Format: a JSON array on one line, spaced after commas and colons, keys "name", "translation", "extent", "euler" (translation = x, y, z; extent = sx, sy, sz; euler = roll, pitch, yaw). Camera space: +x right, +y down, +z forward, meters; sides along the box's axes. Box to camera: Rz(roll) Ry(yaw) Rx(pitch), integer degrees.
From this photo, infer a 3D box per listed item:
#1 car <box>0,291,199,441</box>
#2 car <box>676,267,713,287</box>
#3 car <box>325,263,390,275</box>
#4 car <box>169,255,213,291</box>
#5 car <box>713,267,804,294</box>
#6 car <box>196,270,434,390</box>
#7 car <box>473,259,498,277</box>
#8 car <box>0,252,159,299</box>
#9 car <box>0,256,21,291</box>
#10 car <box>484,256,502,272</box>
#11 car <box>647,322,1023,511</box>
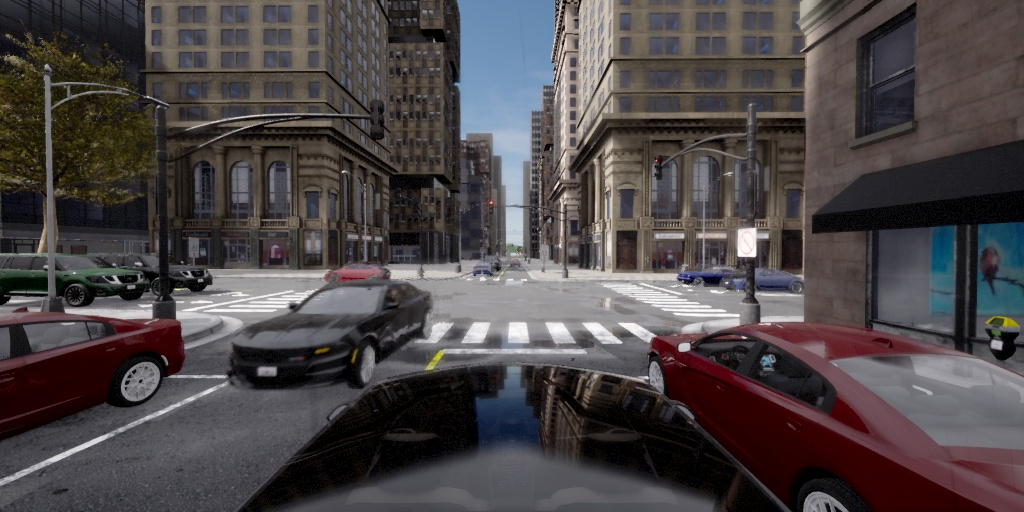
[{"name": "car", "translation": [-5.754, 1.295, 3.466], "extent": [1.888, 1.381, 4.507], "euler": [0, 0, 0]}, {"name": "car", "translation": [13.817, 1.402, 24.355], "extent": [4.718, 1.301, 1.895], "euler": [0, 1, 1]}, {"name": "car", "translation": [-10.481, 1.163, 24.575], "extent": [4.181, 1.385, 1.994], "euler": [0, 1, 1]}, {"name": "car", "translation": [-18.327, 0.854, 17.941], "extent": [5.566, 2.045, 2.150], "euler": [0, 1, 1]}, {"name": "car", "translation": [14.641, 1.419, 21.097], "extent": [4.181, 1.385, 1.994], "euler": [0, 1, 0]}, {"name": "car", "translation": [-3.025, 1.226, 7.149], "extent": [1.882, 1.535, 5.008], "euler": [0, 0, 4]}, {"name": "car", "translation": [-2.797, 1.290, 36.247], "extent": [2.033, 1.411, 5.357], "euler": [0, 0, 0]}, {"name": "car", "translation": [-18.336, 0.901, 14.691], "extent": [5.566, 2.045, 2.150], "euler": [0, 1, 1]}, {"name": "car", "translation": [-28.414, 0.902, 18.036], "extent": [4.553, 1.767, 2.097], "euler": [0, 1, 1]}, {"name": "car", "translation": [-2.695, 0.963, 46.674], "extent": [2.150, 2.045, 5.566], "euler": [0, 0, 1]}, {"name": "car", "translation": [2.771, 1.294, 3.396], "extent": [1.888, 1.381, 4.507], "euler": [0, 0, 0]}]
